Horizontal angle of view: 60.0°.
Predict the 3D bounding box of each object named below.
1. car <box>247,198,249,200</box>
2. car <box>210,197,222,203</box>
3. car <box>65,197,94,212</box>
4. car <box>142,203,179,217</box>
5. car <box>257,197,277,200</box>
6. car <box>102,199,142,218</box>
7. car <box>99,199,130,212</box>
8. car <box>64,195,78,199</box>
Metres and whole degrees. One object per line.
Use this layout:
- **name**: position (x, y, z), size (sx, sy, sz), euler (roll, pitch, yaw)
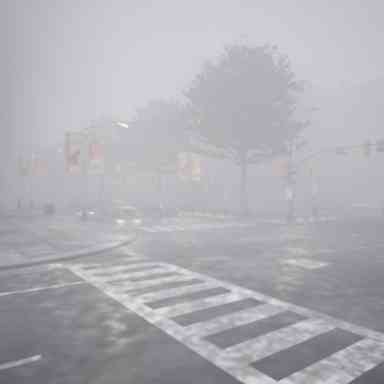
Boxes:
- **car**: position (14.432, 1.998, 81.001), size (1.895, 1.301, 4.718), euler (1, 0, -36)
- **car**: position (4.787, 1.843, 74.543), size (2.161, 1.482, 4.786), euler (1, 0, -36)
- **car**: position (-13.965, 1.663, 41.778), size (2.033, 1.411, 5.357), euler (1, 0, -35)
- **car**: position (-3.266, 1.750, 32.850), size (1.895, 1.301, 4.718), euler (1, 0, -36)
- **car**: position (15.272, 1.788, 67.070), size (2.002, 1.452, 4.674), euler (1, 0, -36)
- **car**: position (-7.072, 1.595, 32.152), size (1.882, 1.535, 5.008), euler (1, 0, -36)
- **car**: position (-9.869, 1.637, 42.063), size (2.128, 1.511, 4.902), euler (1, 0, -35)
- **car**: position (-29.946, 1.494, 83.705), size (2.097, 1.767, 4.553), euler (1, 0, -36)
